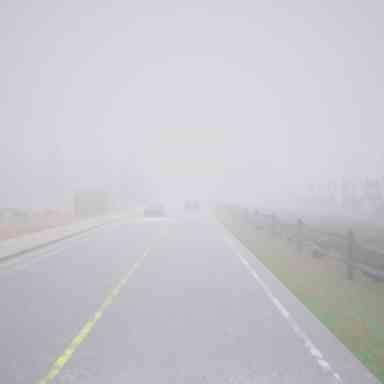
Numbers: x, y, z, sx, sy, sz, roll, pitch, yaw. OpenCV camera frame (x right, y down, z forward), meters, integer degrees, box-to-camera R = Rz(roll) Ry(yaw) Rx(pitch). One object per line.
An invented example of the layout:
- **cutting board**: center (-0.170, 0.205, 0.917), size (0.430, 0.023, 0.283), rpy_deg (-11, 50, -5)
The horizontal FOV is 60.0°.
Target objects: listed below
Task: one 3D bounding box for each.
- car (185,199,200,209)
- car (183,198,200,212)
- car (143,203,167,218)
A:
- **car**: center (-0.011, 1.831, 53.055), size (2.033, 1.411, 5.357), rpy_deg (0, 0, -4)
- **car**: center (-0.009, 1.581, 42.810), size (2.097, 1.767, 4.553), rpy_deg (0, 0, 0)
- **car**: center (-3.551, 1.738, 32.371), size (1.994, 1.385, 4.181), rpy_deg (0, 0, 1)
